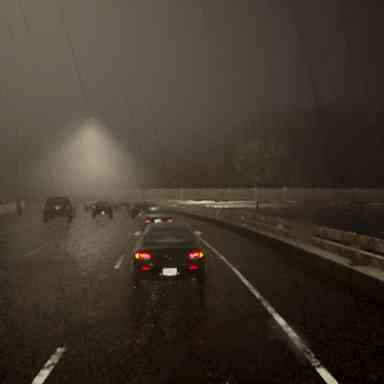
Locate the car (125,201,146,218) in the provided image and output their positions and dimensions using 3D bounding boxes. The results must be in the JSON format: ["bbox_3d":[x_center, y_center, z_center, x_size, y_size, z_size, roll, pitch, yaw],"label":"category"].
[{"bbox_3d":[-5.133,1.691,32.436,1.812,1.442,4.674,0,0,-17],"label":"car"}]

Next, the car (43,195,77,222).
[{"bbox_3d":[-11.022,1.367,27.947,2.150,2.045,5.566,0,-1,-16],"label":"car"}]

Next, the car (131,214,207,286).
[{"bbox_3d":[-0.681,1.574,9.486,1.812,1.442,4.674,0,0,-5],"label":"car"}]

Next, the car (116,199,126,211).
[{"bbox_3d":[-9.769,1.736,44.832,1.837,1.490,4.892,0,0,-24],"label":"car"}]

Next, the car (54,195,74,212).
[{"bbox_3d":[-16.681,1.449,43.192,2.150,2.045,5.566,0,-1,-24],"label":"car"}]

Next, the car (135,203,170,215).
[{"bbox_3d":[-2.254,1.651,20.548,2.033,1.411,5.357,0,0,-11],"label":"car"}]

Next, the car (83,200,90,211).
[{"bbox_3d":[-13.277,1.796,44.105,1.994,1.385,4.181,0,0,-24],"label":"car"}]

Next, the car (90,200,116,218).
[{"bbox_3d":[-8.673,1.668,32.109,1.837,1.490,4.892,0,-2,-17],"label":"car"}]
